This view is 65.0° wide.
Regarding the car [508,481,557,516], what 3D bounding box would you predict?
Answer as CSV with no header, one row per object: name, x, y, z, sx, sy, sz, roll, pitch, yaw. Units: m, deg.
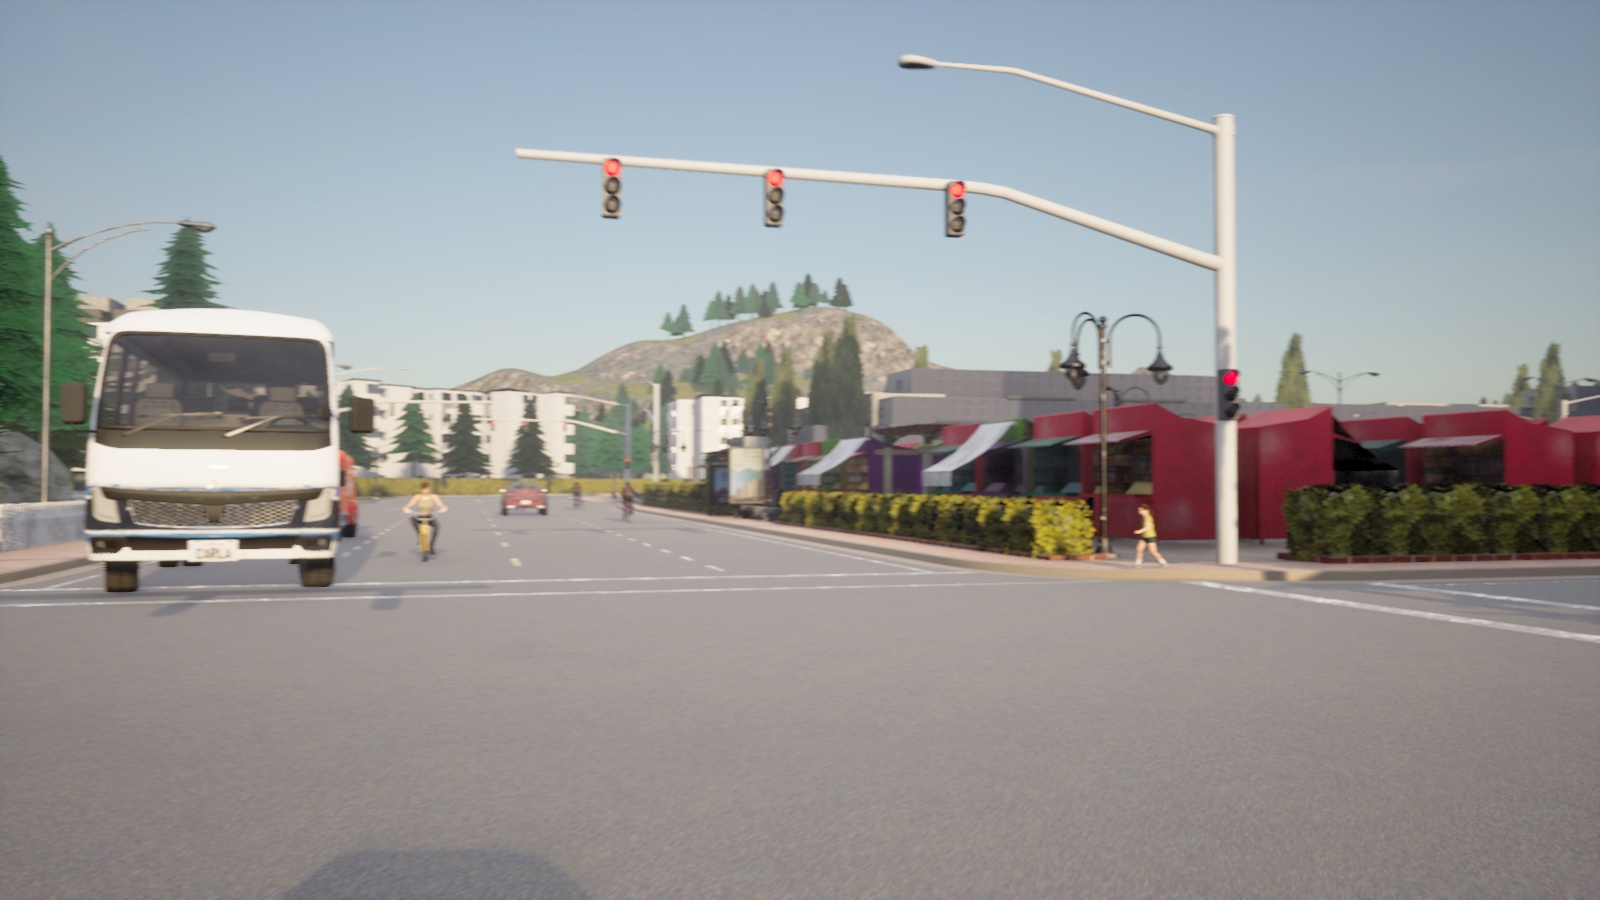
car,-13.095,2.339,61.226,2.152,1.651,5.027,0,-2,-14

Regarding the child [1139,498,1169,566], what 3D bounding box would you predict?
child,5.826,1.345,20.660,0.394,1.110,0.255,0,-2,-7

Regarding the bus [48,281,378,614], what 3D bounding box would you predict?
bus,-9.463,0.103,21.491,3.944,4.253,10.273,0,-2,-20

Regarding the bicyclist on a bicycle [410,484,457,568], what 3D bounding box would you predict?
bicyclist on a bicycle,-7.371,1.503,25.307,0.866,1.612,1.509,0,-1,-15

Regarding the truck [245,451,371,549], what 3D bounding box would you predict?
truck,-13.392,1.379,34.557,2.627,2.467,5.204,0,-2,-15
